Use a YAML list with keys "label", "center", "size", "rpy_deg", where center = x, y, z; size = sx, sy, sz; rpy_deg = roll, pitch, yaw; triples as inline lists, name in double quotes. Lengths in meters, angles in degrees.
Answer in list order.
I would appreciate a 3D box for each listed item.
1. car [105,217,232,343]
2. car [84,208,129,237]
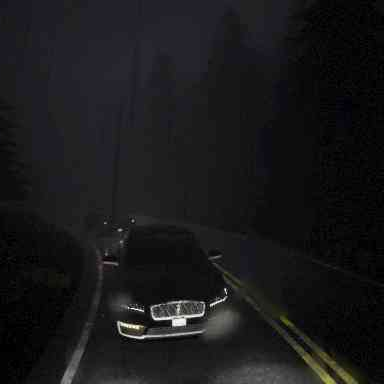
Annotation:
- label: "car"
  center: [-0.650, 1.495, 6.838]
  size: [1.837, 1.490, 4.892]
  rpy_deg: [-1, 0, -11]
- label: "car"
  center: [-4.683, 1.614, 18.635]
  size: [1.895, 1.301, 4.718]
  rpy_deg: [-3, 1, -29]
